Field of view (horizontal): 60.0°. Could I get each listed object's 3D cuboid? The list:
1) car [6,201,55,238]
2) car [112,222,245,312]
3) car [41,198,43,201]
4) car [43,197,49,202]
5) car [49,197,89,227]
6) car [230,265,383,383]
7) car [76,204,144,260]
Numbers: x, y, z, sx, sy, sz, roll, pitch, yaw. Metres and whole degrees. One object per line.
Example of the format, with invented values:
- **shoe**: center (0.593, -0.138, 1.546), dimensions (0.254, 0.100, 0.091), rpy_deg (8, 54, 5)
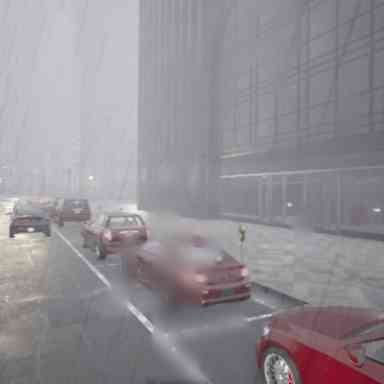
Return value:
- **car**: center (-8.552, 1.474, 17.536), dimensions (1.837, 1.490, 4.892), rpy_deg (1, 0, -27)
- **car**: center (-0.338, 1.600, 7.626), dimensions (1.802, 1.307, 4.206), rpy_deg (0, 0, -28)
- **car**: center (-13.379, 1.538, 32.606), dimensions (1.947, 1.339, 4.313), rpy_deg (0, 0, -28)
- **car**: center (-10.769, 1.294, 27.610), dimensions (2.192, 1.841, 5.009), rpy_deg (0, 0, -28)
- **car**: center (-8.161, 1.303, 22.614), dimensions (2.192, 1.841, 5.009), rpy_deg (0, 0, -28)
- **car**: center (2.271, 1.611, 2.629), dimensions (1.802, 1.307, 4.206), rpy_deg (0, 0, -28)
- **car**: center (-2.945, 1.447, 12.622), dimensions (1.967, 1.590, 4.097), rpy_deg (0, 0, -28)
